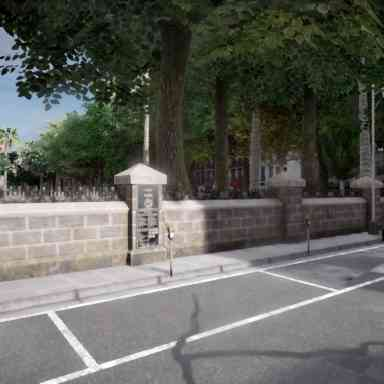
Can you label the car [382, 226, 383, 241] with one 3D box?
[{"bbox_3d":[9.737,1.310,13.485,5.009,1.841,2.192,0,0,-36],"label":"car"}]
